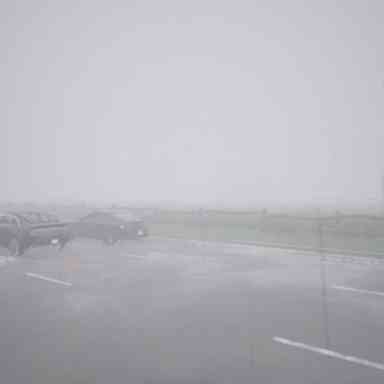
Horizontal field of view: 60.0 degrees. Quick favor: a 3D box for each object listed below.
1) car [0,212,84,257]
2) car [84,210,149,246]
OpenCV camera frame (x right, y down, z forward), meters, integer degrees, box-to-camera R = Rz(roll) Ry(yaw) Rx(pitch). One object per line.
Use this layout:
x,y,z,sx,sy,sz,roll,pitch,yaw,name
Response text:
-6.804,1.530,13.137,4.902,1.511,2.128,0,0,36,car
-4.068,1.562,15.480,4.674,1.442,1.812,0,0,36,car
